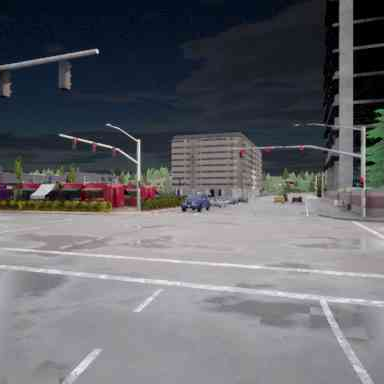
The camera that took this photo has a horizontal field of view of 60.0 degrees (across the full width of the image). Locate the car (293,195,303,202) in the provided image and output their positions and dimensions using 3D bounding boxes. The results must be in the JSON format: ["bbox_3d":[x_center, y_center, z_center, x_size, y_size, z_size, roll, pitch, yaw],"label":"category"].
[{"bbox_3d":[24.658,1.525,77.345,2.128,1.511,4.902,0,0,19],"label":"car"}]

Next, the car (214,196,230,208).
[{"bbox_3d":[3.693,1.600,48.537,1.895,1.301,4.718,0,0,19],"label":"car"}]

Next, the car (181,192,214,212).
[{"bbox_3d":[0.554,1.221,39.292,2.150,2.045,5.566,0,0,19],"label":"car"}]

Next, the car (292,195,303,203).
[{"bbox_3d":[21.376,1.477,67.598,1.882,1.535,5.008,0,0,19],"label":"car"}]

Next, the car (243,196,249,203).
[{"bbox_3d":[10.270,1.547,67.649,2.033,1.411,5.357,0,0,19],"label":"car"}]

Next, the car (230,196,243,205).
[{"bbox_3d":[6.807,1.491,57.658,2.128,1.511,4.902,0,0,19],"label":"car"}]

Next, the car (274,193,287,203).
[{"bbox_3d":[18.161,1.477,68.999,1.882,1.535,5.008,0,0,19],"label":"car"}]

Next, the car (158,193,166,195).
[{"bbox_3d":[-8.052,1.208,81.411,4.605,1.855,1.932,0,0,19],"label":"car"}]
